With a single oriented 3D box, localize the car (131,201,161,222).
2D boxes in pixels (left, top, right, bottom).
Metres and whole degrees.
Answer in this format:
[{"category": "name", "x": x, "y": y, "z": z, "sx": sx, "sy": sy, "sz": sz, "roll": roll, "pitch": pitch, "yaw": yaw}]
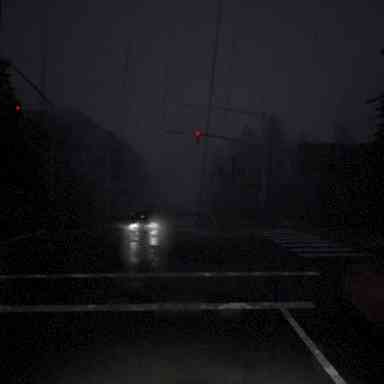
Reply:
[{"category": "car", "x": -3.546, "y": 1.509, "z": 26.198, "sx": 1.837, "sy": 1.490, "sz": 4.892, "roll": 0, "pitch": 0, "yaw": 0}]
